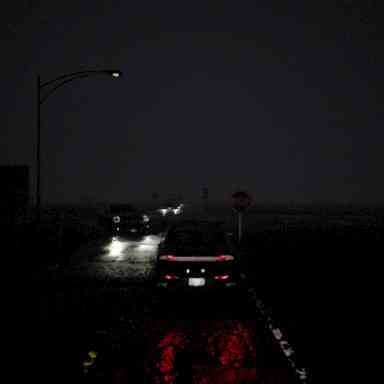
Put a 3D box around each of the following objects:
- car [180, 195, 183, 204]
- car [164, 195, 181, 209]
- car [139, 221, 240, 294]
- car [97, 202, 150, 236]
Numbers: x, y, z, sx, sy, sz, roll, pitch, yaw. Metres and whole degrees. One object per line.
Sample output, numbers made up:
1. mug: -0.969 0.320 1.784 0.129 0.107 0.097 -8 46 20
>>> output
1. car: -2.994 1.693 57.747 1.812 1.442 4.674 0 0 0
2. car: -2.979 1.612 47.783 1.882 1.535 5.008 0 0 0
3. car: 0.091 1.514 8.827 2.128 1.511 4.902 0 0 0
4. car: -3.981 1.398 18.982 2.097 1.767 4.553 0 0 -27
